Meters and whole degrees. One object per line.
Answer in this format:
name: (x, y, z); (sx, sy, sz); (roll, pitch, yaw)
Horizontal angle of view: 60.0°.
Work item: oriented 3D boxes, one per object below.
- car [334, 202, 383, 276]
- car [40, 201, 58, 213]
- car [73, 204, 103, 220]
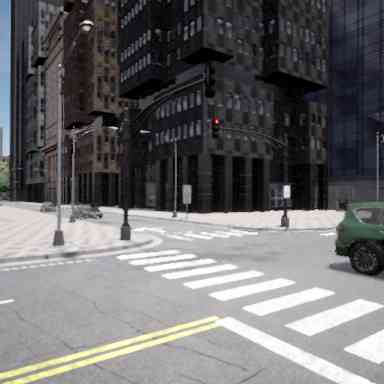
car: (6.522, 1.316, 8.541); (2.150, 2.045, 5.566); (1, 0, -34)
car: (-19.443, 2.027, 45.503); (1.812, 1.442, 4.674); (0, -1, -35)
car: (-10.243, 1.880, 32.469); (1.812, 1.442, 4.674); (0, -1, -35)
